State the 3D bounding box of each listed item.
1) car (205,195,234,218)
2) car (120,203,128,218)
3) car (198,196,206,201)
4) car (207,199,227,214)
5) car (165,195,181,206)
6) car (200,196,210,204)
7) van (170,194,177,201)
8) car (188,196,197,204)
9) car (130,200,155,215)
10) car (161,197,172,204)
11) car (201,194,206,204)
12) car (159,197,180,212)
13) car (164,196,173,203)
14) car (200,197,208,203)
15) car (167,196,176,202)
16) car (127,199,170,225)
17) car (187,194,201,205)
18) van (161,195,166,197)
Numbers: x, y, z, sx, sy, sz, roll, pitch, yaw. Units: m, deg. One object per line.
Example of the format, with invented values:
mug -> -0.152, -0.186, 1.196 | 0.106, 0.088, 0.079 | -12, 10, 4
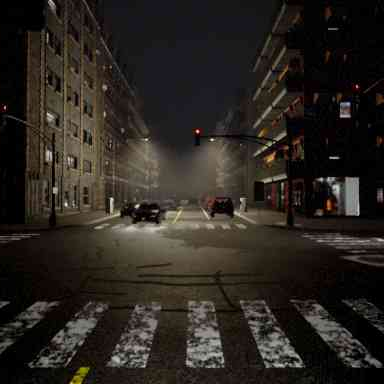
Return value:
car -> 2.629, 1.326, 30.144 | 2.192, 1.841, 5.009 | 1, 0, 0
car -> -5.255, 1.577, 30.109 | 1.947, 1.339, 4.313 | 1, 0, 0
car -> 2.709, 1.814, 91.318 | 1.947, 1.339, 4.313 | 1, 0, 0
car -> 2.633, 1.540, 35.873 | 1.752, 1.417, 4.829 | 1, 0, 0
car -> -2.729, 1.596, 53.243 | 2.033, 1.411, 5.357 | 0, 0, 1
car -> 2.679, 1.557, 69.067 | 1.967, 1.590, 4.097 | 1, 0, 0
van -> -5.168, 1.589, 91.298 | 1.690, 1.788, 3.998 | 1, 0, 0
car -> 0.173, 1.601, 70.329 | 1.882, 1.535, 5.008 | 0, 0, 0
car -> -5.247, 1.581, 35.671 | 1.947, 1.339, 4.313 | 1, 0, 0
car -> -5.203, 1.667, 69.042 | 2.008, 1.369, 4.403 | 1, 0, 0
car -> 2.644, 1.336, 41.269 | 2.192, 1.841, 5.009 | 1, 0, 0
car -> -2.775, 1.583, 39.644 | 1.994, 1.385, 4.181 | 0, 0, 0
car -> -5.195, 1.671, 74.434 | 1.752, 1.417, 4.829 | 1, 0, 0
car -> 2.685, 1.729, 74.626 | 1.802, 1.307, 4.206 | 1, 0, 0
car -> -5.179, 1.764, 85.733 | 2.008, 1.369, 4.403 | 1, 0, 0
car -> -3.074, 1.524, 24.512 | 1.837, 1.490, 4.892 | 0, 0, 4
car -> 0.192, 1.550, 59.889 | 1.882, 1.535, 5.008 | 0, 0, 0
van -> -5.206, 1.428, 63.478 | 1.690, 1.788, 3.998 | 1, 0, 0
